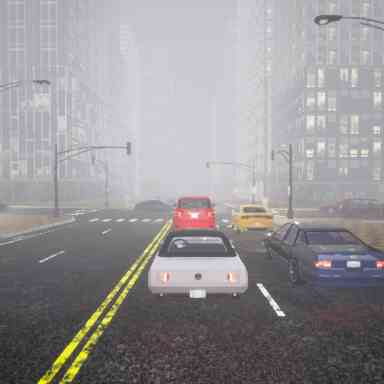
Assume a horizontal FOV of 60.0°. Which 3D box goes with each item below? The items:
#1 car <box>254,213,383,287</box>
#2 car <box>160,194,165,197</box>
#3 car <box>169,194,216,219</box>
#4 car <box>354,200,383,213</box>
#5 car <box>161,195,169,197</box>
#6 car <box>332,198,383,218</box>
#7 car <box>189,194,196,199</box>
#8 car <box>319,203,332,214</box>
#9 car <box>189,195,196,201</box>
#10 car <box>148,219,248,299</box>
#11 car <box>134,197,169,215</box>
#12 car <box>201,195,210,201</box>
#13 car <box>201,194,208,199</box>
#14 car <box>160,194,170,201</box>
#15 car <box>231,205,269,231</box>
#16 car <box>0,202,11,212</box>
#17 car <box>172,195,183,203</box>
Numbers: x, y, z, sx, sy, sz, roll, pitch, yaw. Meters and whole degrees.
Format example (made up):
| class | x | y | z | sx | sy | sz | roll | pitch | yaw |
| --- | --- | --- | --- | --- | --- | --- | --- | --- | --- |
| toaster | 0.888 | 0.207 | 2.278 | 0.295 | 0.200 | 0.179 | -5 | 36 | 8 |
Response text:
| class | x | y | z | sx | sy | sz | roll | pitch | yaw |
| --- | --- | --- | --- | --- | --- | --- | --- | --- | --- |
| car | 3.365 | 1.543 | 9.411 | 2.033 | 1.411 | 5.357 | 0 | 0 | 0 |
| car | -6.492 | 1.431 | 60.473 | 1.882 | 1.535 | 5.008 | 0 | 0 | -1 |
| car | 0.119 | 1.212 | 18.143 | 2.150 | 2.045 | 5.566 | 0 | 0 | 0 |
| car | 21.850 | 1.642 | 39.097 | 4.829 | 1.417 | 1.752 | 1 | 0 | 1 |
| car | -3.287 | 1.528 | 51.233 | 1.994 | 1.385 | 4.181 | 0 | 0 | 0 |
| car | 16.233 | 1.518 | 30.816 | 5.009 | 1.841 | 2.192 | 1 | 0 | 1 |
| car | 0.094 | 1.265 | 92.040 | 1.812 | 1.442 | 4.674 | 0 | 0 | 0 |
| car | 16.558 | 1.590 | 36.596 | 5.008 | 1.535 | 1.882 | 1 | 1 | 1 |
| car | 0.084 | 1.442 | 82.038 | 1.812 | 1.442 | 4.674 | 0 | 0 | 0 |
| car | 0.110 | 1.597 | 8.384 | 1.895 | 1.301 | 4.718 | 0 | 0 | 0 |
| car | -3.517 | 1.512 | 33.729 | 4.674 | 1.442 | 1.812 | 1 | 1 | 1 |
| car | 3.334 | 1.457 | 81.619 | 2.033 | 1.411 | 5.357 | 0 | 0 | 0 |
| car | 3.344 | 1.265 | 92.036 | 1.812 | 1.442 | 4.674 | 0 | 0 | 0 |
| car | -6.418 | 1.282 | 80.673 | 2.097 | 1.767 | 4.553 | 0 | 0 | 0 |
| car | 3.374 | 1.468 | 19.230 | 1.882 | 1.535 | 5.008 | 0 | 0 | 1 |
| car | -21.097 | 1.353 | 34.066 | 4.674 | 1.442 | 1.812 | 1 | 1 | 1 |
| car | -3.177 | 1.465 | 71.581 | 2.128 | 1.511 | 4.902 | 0 | 0 | 0 |
